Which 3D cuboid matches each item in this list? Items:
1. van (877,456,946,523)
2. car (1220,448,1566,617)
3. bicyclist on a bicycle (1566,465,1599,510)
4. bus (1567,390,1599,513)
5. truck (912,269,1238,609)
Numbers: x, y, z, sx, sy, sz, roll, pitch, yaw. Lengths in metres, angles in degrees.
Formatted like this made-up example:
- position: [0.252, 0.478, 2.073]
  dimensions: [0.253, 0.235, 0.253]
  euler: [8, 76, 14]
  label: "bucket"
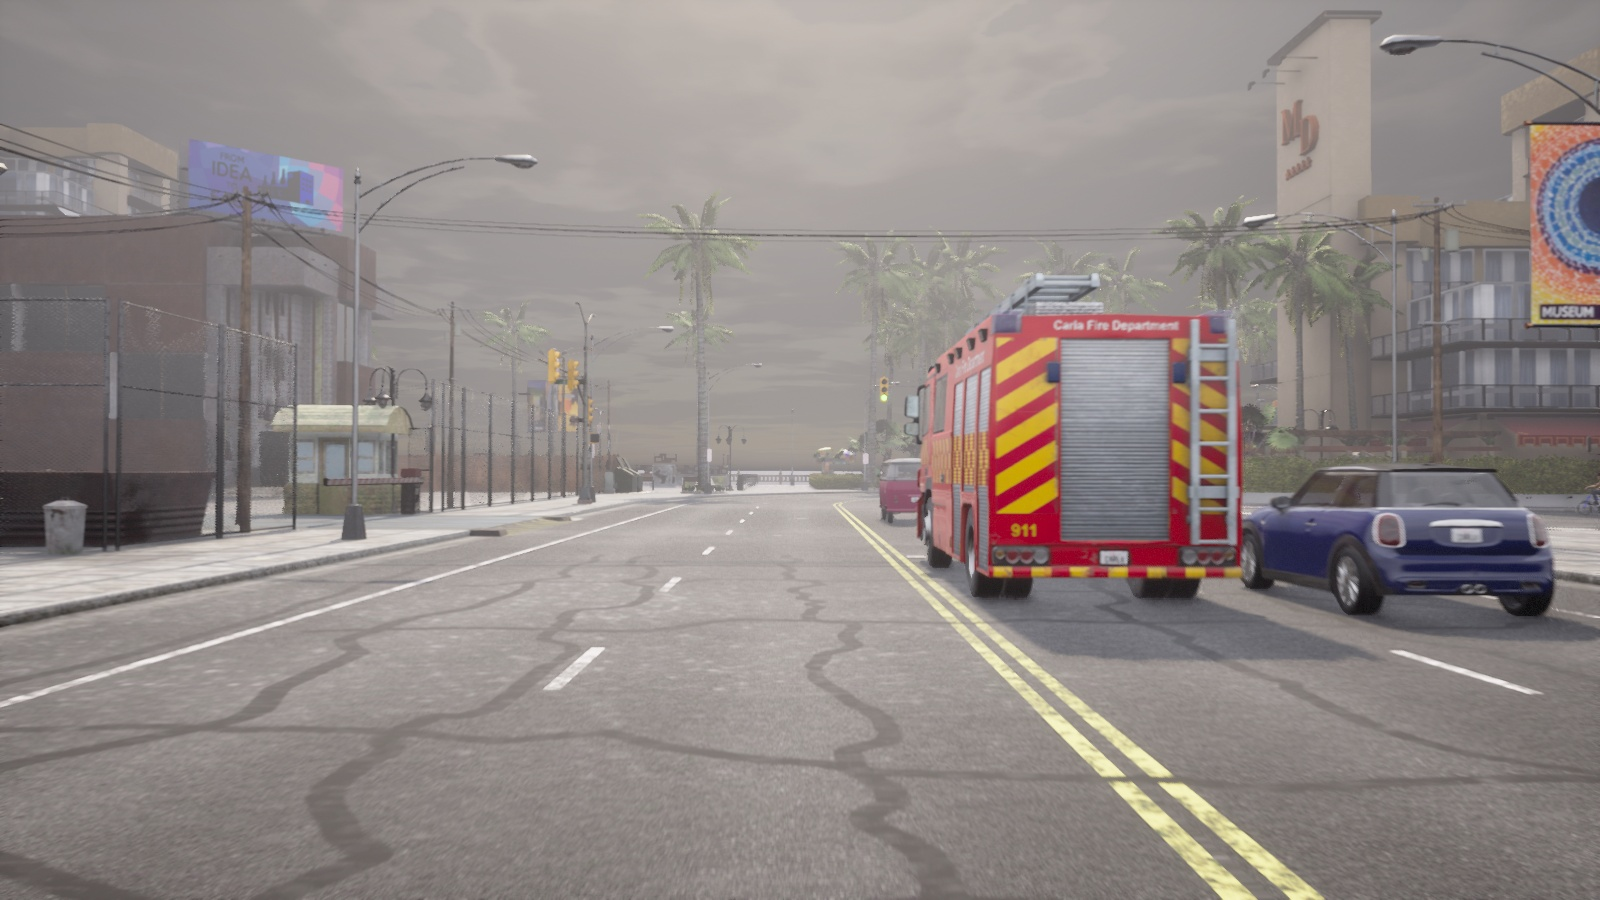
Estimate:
- position: [3.460, 1.217, 39.607]
  dimensions: [1.775, 1.987, 4.442]
  euler: [0, -1, 0]
  label: "van"
- position: [6.985, 0.904, 15.462]
  dimensions: [2.097, 1.767, 4.553]
  euler: [0, -1, 0]
  label: "car"
- position: [29.386, 1.407, 46.428]
  dimensions: [1.509, 1.612, 0.866]
  euler: [3, -1, 0]
  label: "bicyclist on a bicycle"
- position: [32.619, 0.027, 43.022]
  dimensions: [10.273, 4.253, 3.944]
  euler: [0, -1, -1]
  label: "bus"
- position: [3.478, -0.056, 18.410]
  dimensions: [2.891, 3.827, 8.468]
  euler: [0, -1, 0]
  label: "truck"
